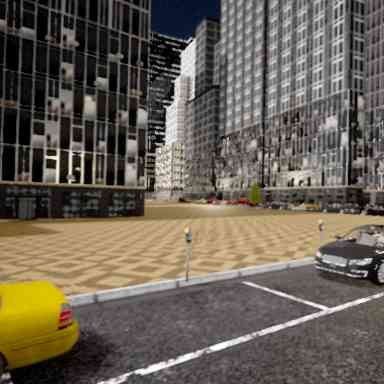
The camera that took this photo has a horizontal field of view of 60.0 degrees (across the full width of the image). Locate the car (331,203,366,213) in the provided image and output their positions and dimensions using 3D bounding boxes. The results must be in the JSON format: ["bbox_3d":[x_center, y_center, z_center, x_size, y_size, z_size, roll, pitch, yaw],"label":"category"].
[{"bbox_3d":[22.876,2.316,48.883,2.008,1.369,4.403,2,-1,-23],"label":"car"}]

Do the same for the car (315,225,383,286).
[{"bbox_3d":[5.431,1.663,9.713,4.403,1.369,2.008,1,1,-34],"label":"car"}]

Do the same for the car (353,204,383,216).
[{"bbox_3d":[20.021,2.020,35.496,1.947,1.339,4.313,2,-1,-23],"label":"car"}]

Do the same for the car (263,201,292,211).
[{"bbox_3d":[13.442,2.118,50.927,2.008,1.369,4.403,2,-1,-23],"label":"car"}]

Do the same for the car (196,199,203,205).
[{"bbox_3d":[2.542,2.279,76.490,1.752,1.417,4.829,2,-1,-23],"label":"car"}]

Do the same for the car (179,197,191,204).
[{"bbox_3d":[-1.907,2.145,86.937,2.192,1.841,5.009,2,-1,-23],"label":"car"}]

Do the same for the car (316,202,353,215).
[{"bbox_3d":[17.828,2.043,40.639,2.008,1.369,4.403,2,-1,-23],"label":"car"}]

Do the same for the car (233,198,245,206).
[{"bbox_3d":[11.910,2.268,74.618,2.192,1.841,5.009,2,-1,-23],"label":"car"}]

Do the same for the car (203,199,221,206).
[{"bbox_3d":[4.671,2.157,71.504,1.967,1.590,4.097,2,-1,-23],"label":"car"}]

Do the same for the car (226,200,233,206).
[{"bbox_3d":[9.709,2.573,79.759,1.802,1.307,4.206,2,-1,-23],"label":"car"}]

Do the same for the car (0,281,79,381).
[{"bbox_3d":[-3.739,1.507,3.415,4.829,1.417,1.752,1,1,-36],"label":"car"}]

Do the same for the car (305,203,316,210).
[{"bbox_3d":[20.616,2.329,54.186,1.752,1.417,4.829,2,-1,-23],"label":"car"}]

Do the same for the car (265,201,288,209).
[{"bbox_3d":[16.293,2.429,64.321,2.008,1.369,4.403,2,-1,-23],"label":"car"}]

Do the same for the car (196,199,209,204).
[{"bbox_3d":[3.061,2.630,95.355,1.752,1.417,4.829,2,-1,-23],"label":"car"}]

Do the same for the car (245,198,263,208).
[{"bbox_3d":[11.251,2.045,56.073,1.967,1.590,4.097,2,-1,-23],"label":"car"}]
